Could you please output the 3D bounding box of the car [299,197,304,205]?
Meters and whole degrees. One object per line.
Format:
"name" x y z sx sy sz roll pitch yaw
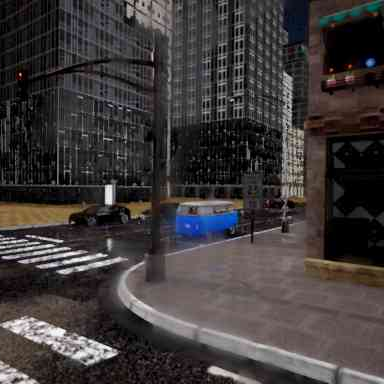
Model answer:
"car" 16.463 1.363 53.250 1.752 1.417 4.829 1 1 36

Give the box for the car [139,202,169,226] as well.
"car" -1.743 1.458 23.276 1.812 1.442 4.674 1 1 35

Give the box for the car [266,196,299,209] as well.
"car" 11.318 1.458 41.531 1.994 1.385 4.181 1 1 36

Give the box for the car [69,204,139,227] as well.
"car" -5.933 1.466 21.864 1.947 1.339 4.313 1 1 36

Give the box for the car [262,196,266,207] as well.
"car" 10.135 1.293 44.380 1.967 1.590 4.097 1 1 36

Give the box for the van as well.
"van" 0.891 1.368 16.993 1.690 1.788 3.998 1 1 36
